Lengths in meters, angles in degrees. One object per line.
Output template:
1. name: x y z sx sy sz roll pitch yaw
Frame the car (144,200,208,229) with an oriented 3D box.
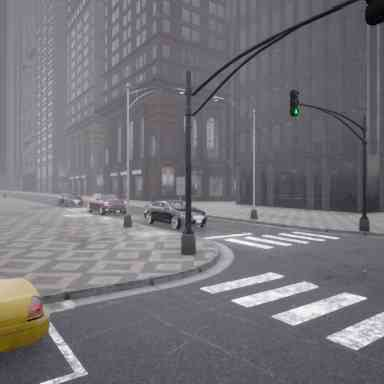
1. car: -1.056 1.206 19.242 2.128 1.511 4.902 0 1 -36

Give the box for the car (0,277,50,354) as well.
1. car: -4.223 1.525 3.641 4.829 1.417 1.752 0 0 -35

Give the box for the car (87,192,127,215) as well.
1. car: -7.009 0.876 27.546 2.097 1.767 4.553 0 1 -35

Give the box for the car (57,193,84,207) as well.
1. car: -13.321 0.823 36.351 2.128 1.511 4.902 0 1 -36
